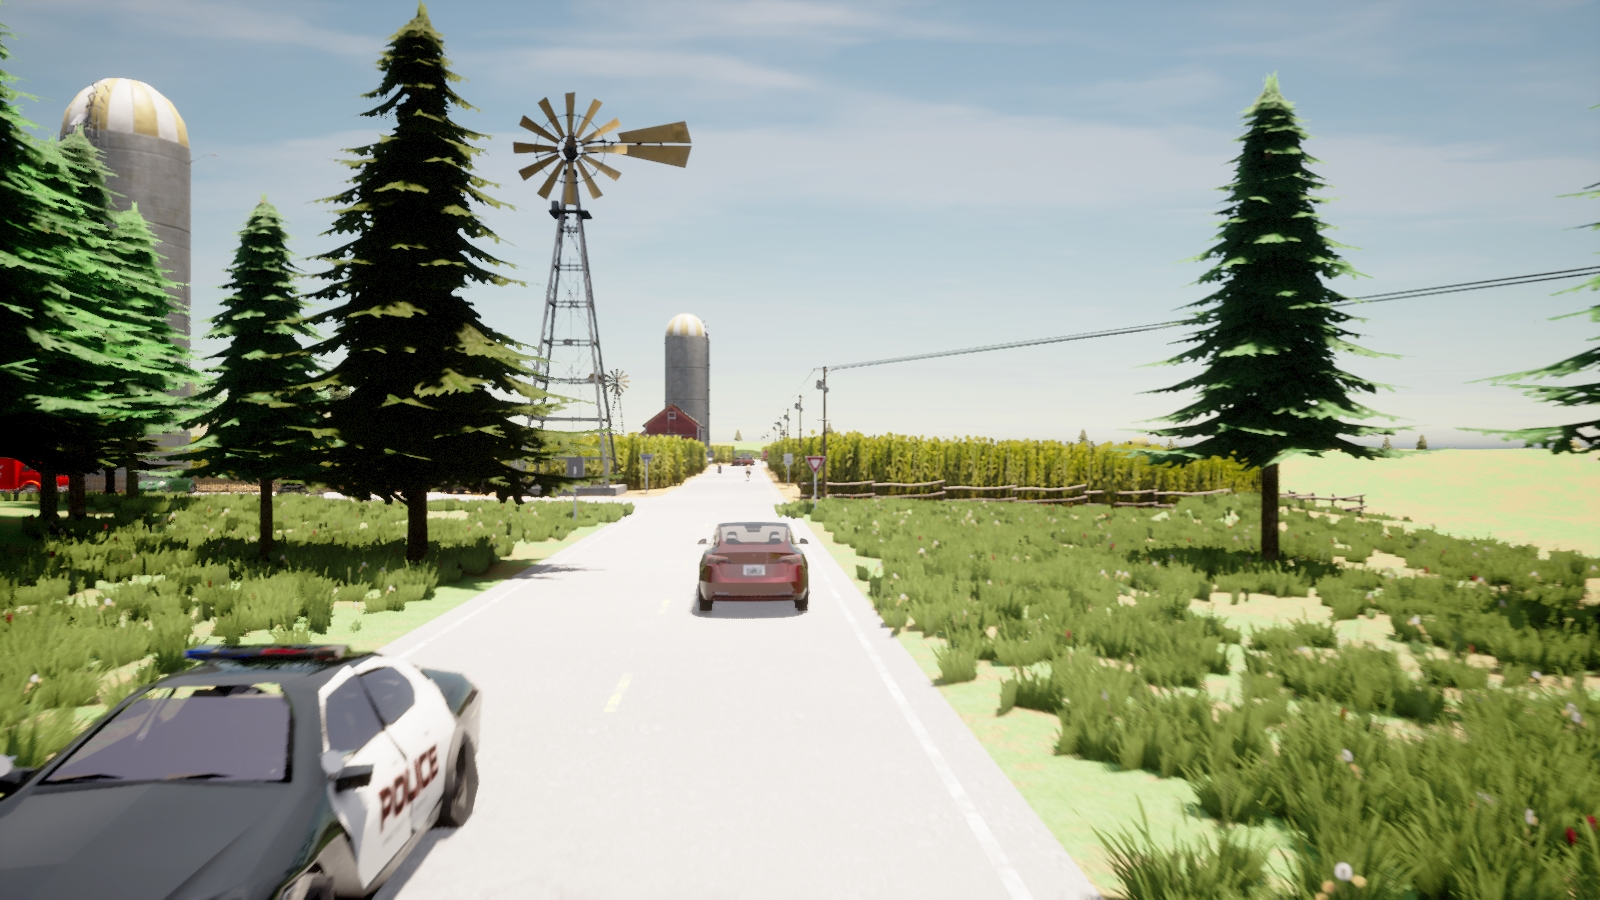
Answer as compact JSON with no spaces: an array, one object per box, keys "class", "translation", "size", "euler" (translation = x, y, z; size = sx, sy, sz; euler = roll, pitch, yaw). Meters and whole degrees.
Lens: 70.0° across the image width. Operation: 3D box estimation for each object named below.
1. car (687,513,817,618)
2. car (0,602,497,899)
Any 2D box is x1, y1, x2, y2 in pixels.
[{"class":"car","translation":[-0.906,2.063,21.502],"size":[2.163,1.488,4.792],"euler":[0,0,-3]},{"class":"car","translation":[-3.429,2.038,6.984],"size":[2.038,1.542,4.974],"euler":[0,0,-3]}]
